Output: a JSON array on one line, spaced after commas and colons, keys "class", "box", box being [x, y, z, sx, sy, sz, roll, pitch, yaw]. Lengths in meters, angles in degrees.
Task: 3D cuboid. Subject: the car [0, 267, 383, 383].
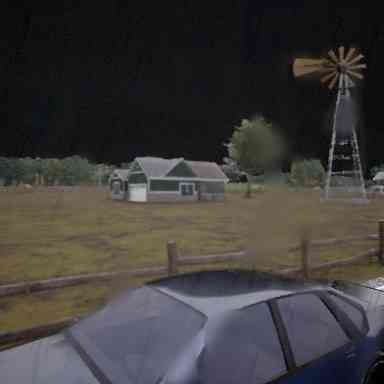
[{"class": "car", "box": [0.211, 1.552, 3.188, 5.357, 1.411, 2.033, 0, 0, -35]}]
